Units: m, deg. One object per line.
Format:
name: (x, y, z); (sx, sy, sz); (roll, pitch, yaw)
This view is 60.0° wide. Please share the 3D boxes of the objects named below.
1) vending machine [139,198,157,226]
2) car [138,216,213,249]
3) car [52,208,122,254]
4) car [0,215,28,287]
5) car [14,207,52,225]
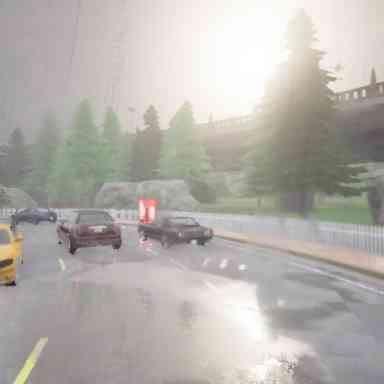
vending machine: (-3.427, 1.534, 25.827); (1.100, 2.100, 0.880); (0, -1, -44)
car: (-0.972, 1.794, 15.658); (1.895, 1.301, 4.718); (0, -1, -28)
car: (-4.784, 1.582, 15.079); (2.097, 1.767, 4.553); (0, -1, -29)
car: (-5.958, 1.658, 9.589); (1.882, 1.535, 5.008); (0, -1, -24)
car: (-13.439, 2.009, 28.441); (4.674, 1.442, 1.812); (-1, -1, 33)
